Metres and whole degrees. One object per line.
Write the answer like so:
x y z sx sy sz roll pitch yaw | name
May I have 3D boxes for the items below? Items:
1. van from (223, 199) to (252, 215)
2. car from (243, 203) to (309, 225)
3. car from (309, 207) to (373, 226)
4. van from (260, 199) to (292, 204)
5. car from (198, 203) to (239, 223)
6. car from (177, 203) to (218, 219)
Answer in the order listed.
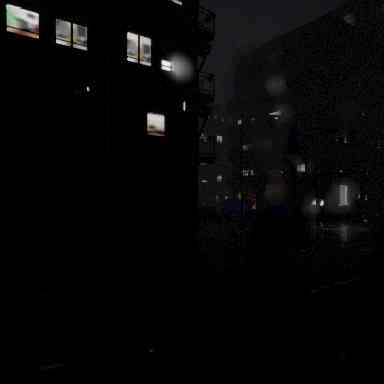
5.096 1.676 38.095 1.690 1.788 3.998 -1 0 -36 | van
6.486 1.824 26.511 1.895 1.301 4.718 0 -1 -37 | car
10.906 1.766 25.293 1.895 1.301 4.718 0 -1 -41 | car
8.424 1.602 33.589 1.690 1.788 3.998 -1 0 -36 | van
1.699 1.874 28.653 1.802 1.307 4.206 -1 0 -36 | car
0.483 1.881 34.646 1.812 1.442 4.674 0 -1 -37 | car
